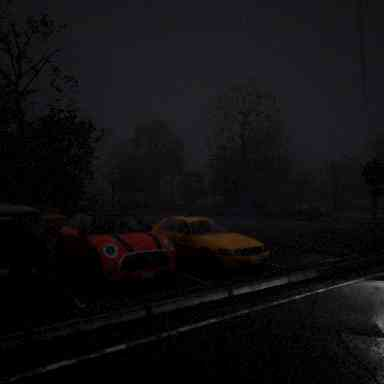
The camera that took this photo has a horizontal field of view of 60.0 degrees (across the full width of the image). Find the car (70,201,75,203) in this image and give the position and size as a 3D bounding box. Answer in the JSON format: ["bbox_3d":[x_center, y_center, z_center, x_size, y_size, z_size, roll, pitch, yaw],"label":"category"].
[{"bbox_3d":[-8.968,1.485,20.193,1.946,1.575,5.366,1,0,-36],"label":"car"}]

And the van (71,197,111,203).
[{"bbox_3d":[-6.523,1.282,21.582,1.878,1.987,4.442,1,0,-36],"label":"van"}]

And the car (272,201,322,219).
[{"bbox_3d":[10.293,1.916,33.804,2.002,1.452,4.674,2,-1,-36],"label":"car"}]

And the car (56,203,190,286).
[{"bbox_3d":[-2.332,1.355,9.664,2.185,1.767,4.553,1,0,-36],"label":"car"}]

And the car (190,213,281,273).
[{"bbox_3d":[0.161,1.499,11.194,1.946,1.575,5.366,1,0,-36],"label":"car"}]

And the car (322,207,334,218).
[{"bbox_3d":[12.842,1.826,35.696,2.185,1.767,4.553,2,-1,-35],"label":"car"}]

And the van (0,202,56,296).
[{"bbox_3d":[-4.846,1.245,7.957,1.878,1.987,4.442,0,0,-36],"label":"van"}]

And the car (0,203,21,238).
[{"bbox_3d":[-11.127,1.471,18.638,1.946,1.575,5.366,0,0,-36],"label":"car"}]
